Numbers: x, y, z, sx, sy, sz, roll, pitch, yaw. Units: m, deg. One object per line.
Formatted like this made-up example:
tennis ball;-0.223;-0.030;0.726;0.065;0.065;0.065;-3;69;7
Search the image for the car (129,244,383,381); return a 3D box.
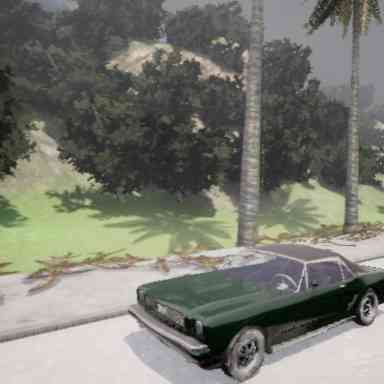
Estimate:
car;1.404;1.635;5.611;4.718;1.301;1.895;1;0;-36
